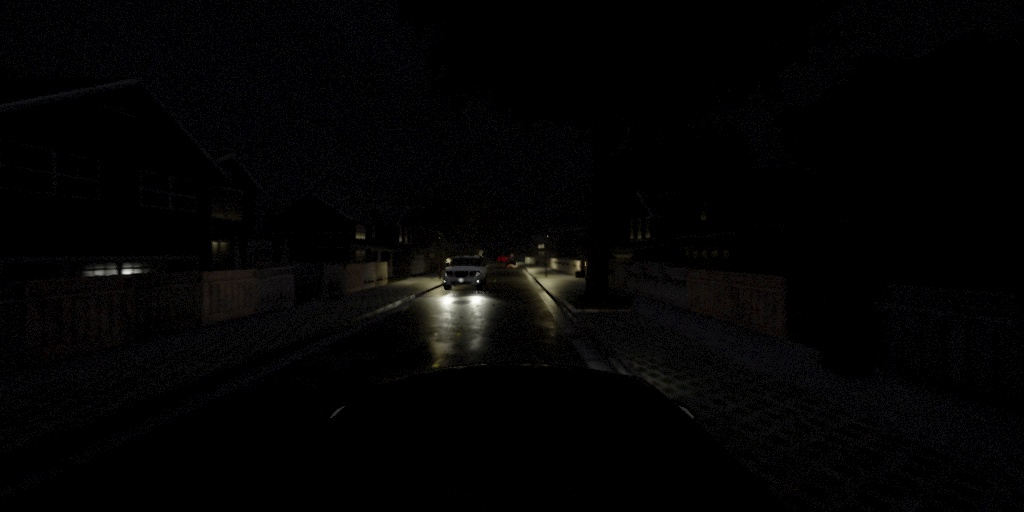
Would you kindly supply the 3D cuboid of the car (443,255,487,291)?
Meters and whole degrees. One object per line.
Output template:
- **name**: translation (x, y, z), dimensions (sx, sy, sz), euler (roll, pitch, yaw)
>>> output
- **car**: translation (-2.754, 0.966, 22.223), dimensions (2.150, 2.045, 5.566), euler (0, 0, 0)
